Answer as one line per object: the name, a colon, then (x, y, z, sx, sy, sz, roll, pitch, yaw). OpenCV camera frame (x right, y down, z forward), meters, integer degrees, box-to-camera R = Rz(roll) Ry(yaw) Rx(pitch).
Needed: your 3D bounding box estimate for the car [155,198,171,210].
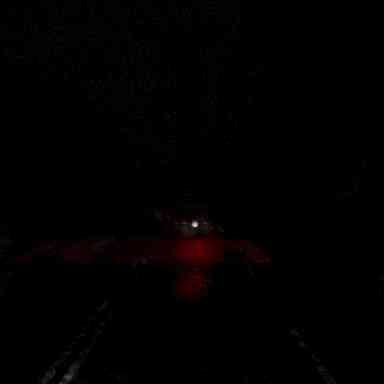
car: (-3.191, 1.416, 40.453, 1.812, 1.442, 4.674, 0, 0, 0)

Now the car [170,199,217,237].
car: (0.135, 1.331, 15.974, 1.837, 1.490, 4.892, 0, -6, 0)
